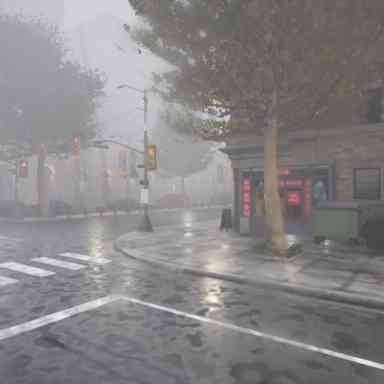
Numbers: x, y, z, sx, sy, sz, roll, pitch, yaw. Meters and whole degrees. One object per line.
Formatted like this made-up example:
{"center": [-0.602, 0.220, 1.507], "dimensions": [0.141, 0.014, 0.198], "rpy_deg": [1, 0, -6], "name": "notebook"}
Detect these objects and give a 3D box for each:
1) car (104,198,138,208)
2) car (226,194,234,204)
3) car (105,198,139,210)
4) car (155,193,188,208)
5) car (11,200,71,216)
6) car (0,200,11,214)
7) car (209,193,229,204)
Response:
{"center": [-10.209, 1.595, 47.930], "dimensions": [1.895, 1.301, 4.718], "rpy_deg": [0, 0, 36], "name": "car"}
{"center": [8.939, 1.541, 62.920], "dimensions": [1.812, 1.442, 4.674], "rpy_deg": [0, 0, 36], "name": "car"}
{"center": [-9.052, 1.525, 44.123], "dimensions": [1.812, 1.442, 4.674], "rpy_deg": [0, 0, 36], "name": "car"}
{"center": [-2.802, 1.221, 46.827], "dimensions": [2.150, 2.045, 5.566], "rpy_deg": [0, 0, 36], "name": "car"}
{"center": [-13.915, 1.504, 31.440], "dimensions": [1.837, 1.490, 4.892], "rpy_deg": [0, 0, 36], "name": "car"}
{"center": [-18.399, 1.491, 31.600], "dimensions": [2.128, 1.511, 4.902], "rpy_deg": [0, 0, 39], "name": "car"}
{"center": [5.415, 1.227, 64.035], "dimensions": [2.150, 2.045, 5.566], "rpy_deg": [0, 0, 36], "name": "car"}
